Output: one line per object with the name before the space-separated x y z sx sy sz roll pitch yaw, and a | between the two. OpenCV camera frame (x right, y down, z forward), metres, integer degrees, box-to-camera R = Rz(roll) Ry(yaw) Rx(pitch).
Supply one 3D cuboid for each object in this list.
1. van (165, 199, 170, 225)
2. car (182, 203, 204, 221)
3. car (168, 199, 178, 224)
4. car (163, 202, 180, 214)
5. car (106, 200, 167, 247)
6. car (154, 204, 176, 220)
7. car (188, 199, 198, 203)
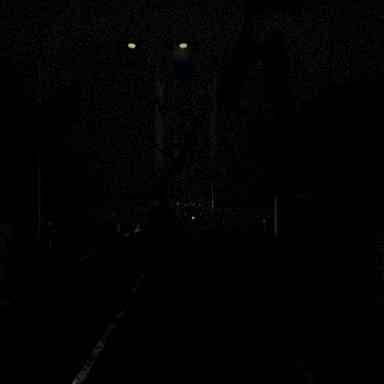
van | -2.624 1.580 21.669 1.690 1.788 3.998 0 -1 0
car | 0.105 1.949 30.752 1.895 1.301 4.718 0 -1 0
car | -2.623 1.621 27.283 2.192 1.841 5.009 0 -1 0
car | -2.618 2.066 44.121 2.008 1.369 4.403 0 -1 0
car | -2.626 1.489 16.056 2.192 1.841 5.009 0 -1 0
car | -2.622 1.898 32.724 1.752 1.417 4.829 0 -1 0
car | 0.086 1.967 42.003 1.882 1.535 5.008 0 0 0
